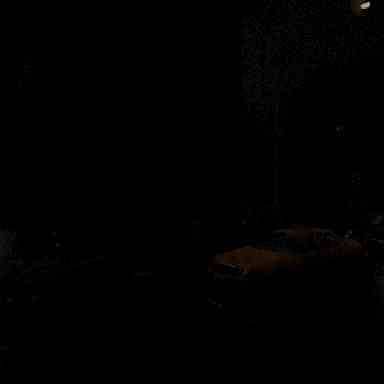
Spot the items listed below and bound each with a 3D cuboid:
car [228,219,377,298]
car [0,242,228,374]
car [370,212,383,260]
[{"bbox_3d":[2.549,1.526,8.481,4.829,1.417,1.752,0,0,-36],"label":"car"},{"bbox_3d":[-1.734,1.566,5.414,4.313,1.339,1.947,0,0,-36],"label":"car"},{"bbox_3d":[7.109,1.441,11.745,4.097,1.590,1.967,0,0,-36],"label":"car"}]
